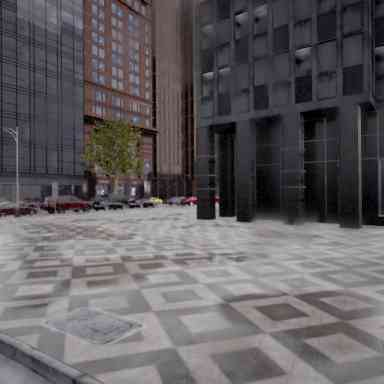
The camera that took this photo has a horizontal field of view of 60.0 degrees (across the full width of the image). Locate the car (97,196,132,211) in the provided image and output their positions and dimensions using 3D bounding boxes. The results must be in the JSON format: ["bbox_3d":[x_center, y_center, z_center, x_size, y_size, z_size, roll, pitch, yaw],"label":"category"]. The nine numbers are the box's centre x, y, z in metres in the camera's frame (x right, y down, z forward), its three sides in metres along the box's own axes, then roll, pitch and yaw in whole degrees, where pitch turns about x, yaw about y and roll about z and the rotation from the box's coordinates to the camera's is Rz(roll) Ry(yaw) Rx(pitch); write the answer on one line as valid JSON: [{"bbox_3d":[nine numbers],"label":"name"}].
[{"bbox_3d":[-9.642,1.525,39.141,1.947,1.339,4.313,-1,0,35],"label":"car"}]

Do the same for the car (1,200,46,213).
[{"bbox_3d":[-19.858,1.643,39.354,1.947,1.339,4.313,-1,0,35],"label":"car"}]

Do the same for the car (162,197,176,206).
[{"bbox_3d":[-2.030,1.496,54.748,2.033,1.411,5.357,-1,0,35],"label":"car"}]

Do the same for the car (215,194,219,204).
[{"bbox_3d":[3.184,1.223,57.694,2.192,1.841,5.009,-1,0,35],"label":"car"}]

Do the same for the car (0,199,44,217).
[{"bbox_3d":[-16.055,1.577,29.864,1.802,1.307,4.206,-1,0,35],"label":"car"}]

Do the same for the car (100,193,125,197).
[{"bbox_3d":[-11.565,1.234,46.500,2.150,2.045,5.566,-1,0,35],"label":"car"}]

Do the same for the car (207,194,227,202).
[{"bbox_3d":[5.798,1.297,76.464,2.192,1.841,5.009,-1,0,35],"label":"car"}]

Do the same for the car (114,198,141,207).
[{"bbox_3d":[-10.236,1.613,53.269,1.802,1.307,4.206,-1,0,35],"label":"car"}]

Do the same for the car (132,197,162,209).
[{"bbox_3d":[-6.435,1.509,43.778,1.947,1.339,4.313,-1,0,35],"label":"car"}]

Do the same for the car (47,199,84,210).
[{"bbox_3d":[-16.651,1.642,43.992,1.802,1.307,4.206,-1,0,35],"label":"car"}]

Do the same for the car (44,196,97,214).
[{"bbox_3d":[-12.850,1.291,34.504,2.192,1.841,5.009,-1,0,35],"label":"car"}]

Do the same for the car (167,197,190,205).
[{"bbox_3d":[-2.408,1.554,59.571,1.994,1.385,4.181,-1,0,35],"label":"car"}]

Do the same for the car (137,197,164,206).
[{"bbox_3d":[-7.126,1.545,57.767,1.752,1.417,4.829,-1,0,35],"label":"car"}]

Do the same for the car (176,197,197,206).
[{"bbox_3d":[-0.022,1.463,53.055,1.887,1.381,4.507,-1,0,35],"label":"car"}]

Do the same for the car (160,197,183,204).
[{"bbox_3d":[-3.822,1.575,62.547,1.947,1.339,4.313,-1,0,35],"label":"car"}]

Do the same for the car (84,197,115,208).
[{"bbox_3d":[-13.446,1.485,48.631,1.967,1.590,4.097,-1,0,35],"label":"car"}]
